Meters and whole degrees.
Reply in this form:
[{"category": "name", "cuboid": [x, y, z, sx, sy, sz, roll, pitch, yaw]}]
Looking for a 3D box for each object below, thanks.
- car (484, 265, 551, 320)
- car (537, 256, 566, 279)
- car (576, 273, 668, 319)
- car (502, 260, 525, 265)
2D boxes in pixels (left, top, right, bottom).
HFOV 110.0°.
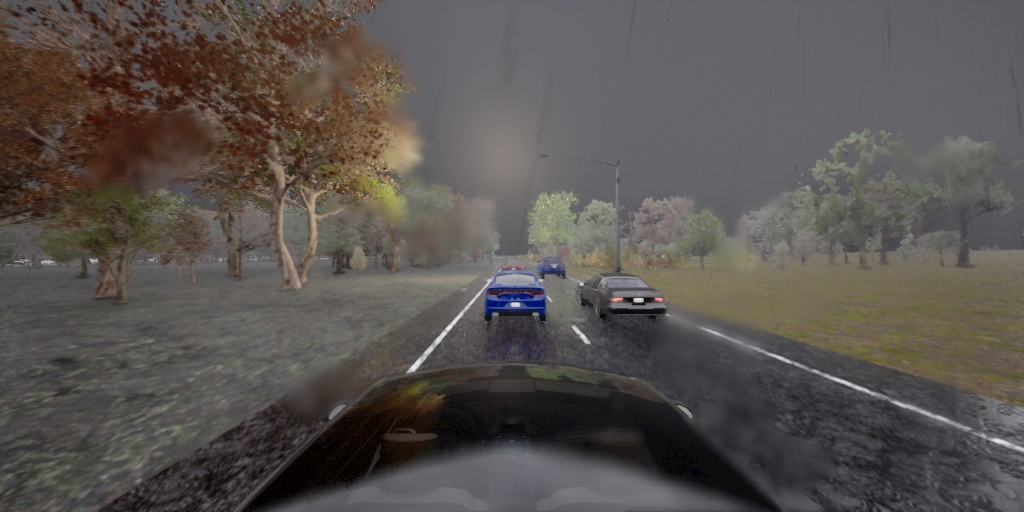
[{"category": "car", "cuboid": [0.111, 1.235, 12.671, 1.882, 1.535, 5.008, 0, 0, 0]}, {"category": "car", "cuboid": [3.607, 0.996, 33.209, 2.150, 2.045, 5.566, 0, 0, 0]}, {"category": "car", "cuboid": [3.604, 1.305, 12.714, 2.033, 1.411, 5.357, 0, 0, 0]}, {"category": "car", "cuboid": [0.107, 1.126, 33.123, 2.097, 1.767, 4.553, 0, 0, 0]}]
